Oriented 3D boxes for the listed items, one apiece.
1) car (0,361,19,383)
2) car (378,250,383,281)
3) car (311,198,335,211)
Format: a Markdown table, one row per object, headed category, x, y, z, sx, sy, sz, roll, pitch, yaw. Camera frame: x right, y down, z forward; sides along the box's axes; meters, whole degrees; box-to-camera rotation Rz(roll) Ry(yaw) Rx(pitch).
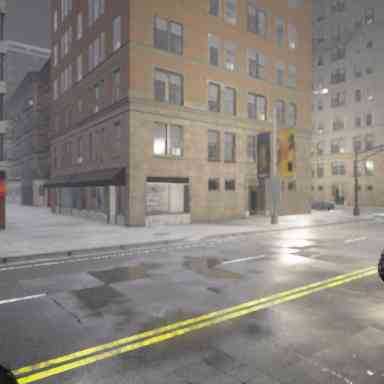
| category | x | y | z | sx | sy | sz | roll | pitch | yaw |
| --- | --- | --- | --- | --- | --- | --- | --- | --- | --- |
| car | -2.848 | 1.569 | 1.317 | 4.181 | 1.385 | 1.994 | 0 | 0 | -37 |
| car | 6.448 | 1.535 | 8.302 | 4.181 | 1.385 | 1.994 | 0 | 0 | -37 |
| car | 14.223 | 1.444 | 38.398 | 1.994 | 1.385 | 4.181 | 0 | 0 | -37 |
